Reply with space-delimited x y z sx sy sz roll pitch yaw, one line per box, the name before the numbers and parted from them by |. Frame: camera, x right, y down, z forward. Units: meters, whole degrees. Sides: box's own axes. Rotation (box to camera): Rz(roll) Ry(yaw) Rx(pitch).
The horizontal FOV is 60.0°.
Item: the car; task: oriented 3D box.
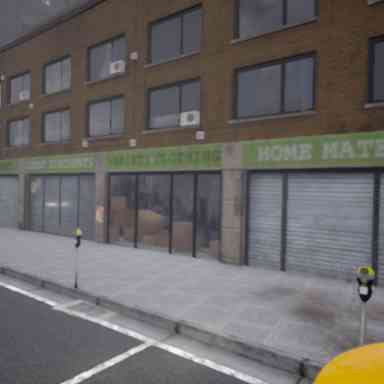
car | 2.991 1.515 1.194 5.008 1.535 1.882 1 0 37
